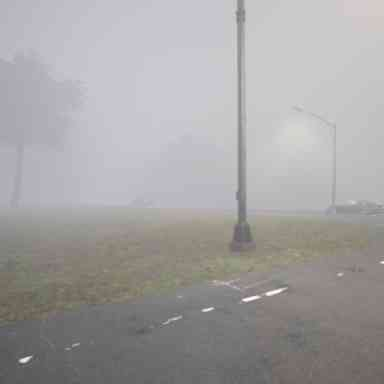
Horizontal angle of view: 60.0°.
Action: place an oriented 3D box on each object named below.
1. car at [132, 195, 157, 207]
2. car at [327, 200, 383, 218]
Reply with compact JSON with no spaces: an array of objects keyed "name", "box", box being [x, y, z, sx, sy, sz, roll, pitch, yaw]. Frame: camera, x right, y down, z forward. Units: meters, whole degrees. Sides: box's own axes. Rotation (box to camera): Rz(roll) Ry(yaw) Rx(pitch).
[{"name":"car","box":[-6.928,1.292,48.634,2.097,1.767,4.553,3,-2,-35]},{"name":"car","box":[14.589,1.492,29.987,2.128,1.511,4.902,3,-2,-35]}]
